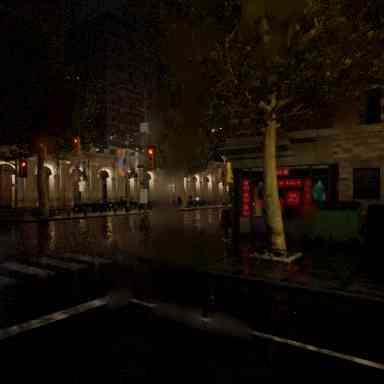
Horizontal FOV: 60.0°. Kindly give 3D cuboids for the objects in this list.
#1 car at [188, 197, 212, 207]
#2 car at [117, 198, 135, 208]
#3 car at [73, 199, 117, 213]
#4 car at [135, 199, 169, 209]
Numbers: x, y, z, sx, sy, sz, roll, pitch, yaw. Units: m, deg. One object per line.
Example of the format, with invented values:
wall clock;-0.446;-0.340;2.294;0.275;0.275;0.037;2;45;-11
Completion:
car;1.302;1.547;52.564;2.033;1.411;5.357;0;0;36
car;-10.252;1.595;47.928;1.895;1.301;4.718;0;0;36
car;-10.713;1.564;35.917;1.994;1.385;4.181;0;0;36
car;-4.951;1.564;43.921;1.994;1.385;4.181;0;0;35
